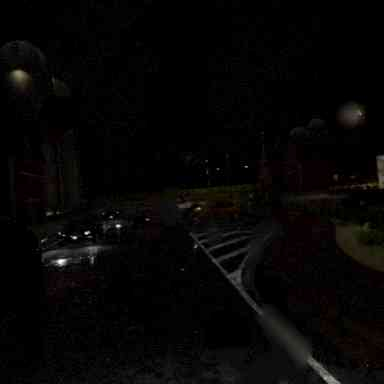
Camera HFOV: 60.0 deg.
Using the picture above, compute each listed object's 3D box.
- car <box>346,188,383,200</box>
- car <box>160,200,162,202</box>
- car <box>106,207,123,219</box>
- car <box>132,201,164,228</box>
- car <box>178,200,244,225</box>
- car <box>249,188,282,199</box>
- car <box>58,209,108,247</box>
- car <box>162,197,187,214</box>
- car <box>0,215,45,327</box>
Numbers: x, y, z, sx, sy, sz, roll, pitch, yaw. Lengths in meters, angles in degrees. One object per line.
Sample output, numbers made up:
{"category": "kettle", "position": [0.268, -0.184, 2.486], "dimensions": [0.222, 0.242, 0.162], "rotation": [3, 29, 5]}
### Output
{"category": "car", "position": [13.990, 0.364, 26.211], "dimensions": [3.905, 1.438, 1.784], "rotation": [-5, 0, -8]}
{"category": "car", "position": [-4.400, 1.828, 60.447], "dimensions": [4.611, 1.667, 2.242], "rotation": [-5, 0, -8]}
{"category": "car", "position": [-8.675, 2.305, 36.491], "dimensions": [1.895, 1.301, 4.718], "rotation": [-5, 0, -8]}
{"category": "car", "position": [-3.414, 1.751, 25.041], "dimensions": [1.882, 1.535, 5.008], "rotation": [-5, 0, -8]}
{"category": "car", "position": [1.463, 1.379, 23.215], "dimensions": [4.193, 1.474, 1.816], "rotation": [-5, 0, -8]}
{"category": "car", "position": [10.634, 0.424, 48.441], "dimensions": [4.605, 1.855, 1.932], "rotation": [-5, 0, -8]}
{"category": "car", "position": [-6.075, 1.997, 18.549], "dimensions": [1.837, 1.490, 4.892], "rotation": [-5, 0, -8]}
{"category": "car", "position": [-1.010, 1.386, 36.482], "dimensions": [3.866, 1.878, 1.905], "rotation": [-5, 0, -8]}
{"category": "car", "position": [-4.160, 1.555, 5.422], "dimensions": [2.150, 2.045, 5.566], "rotation": [-5, 1, -8]}
